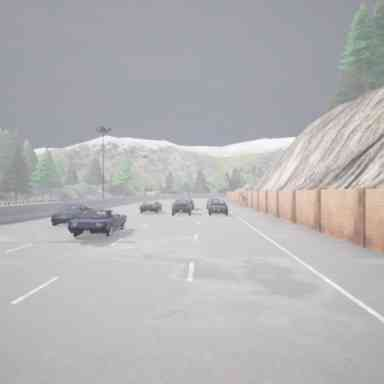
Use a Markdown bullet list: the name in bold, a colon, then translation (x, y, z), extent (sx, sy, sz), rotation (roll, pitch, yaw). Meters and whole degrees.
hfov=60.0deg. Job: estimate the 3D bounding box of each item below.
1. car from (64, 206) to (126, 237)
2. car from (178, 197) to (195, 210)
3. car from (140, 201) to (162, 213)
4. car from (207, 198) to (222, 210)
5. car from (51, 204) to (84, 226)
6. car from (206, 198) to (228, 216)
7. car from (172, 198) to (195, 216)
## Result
- **car**: translation (-4.920, 1.599, 18.020), extent (1.895, 1.301, 4.718), rotation (0, 0, 2)
- **car**: translation (-0.659, 1.474, 43.474), extent (1.882, 1.535, 5.008), rotation (0, 0, 2)
- **car**: translation (-4.374, 1.598, 36.239), extent (1.895, 1.301, 4.718), rotation (0, 0, 2)
- **car**: translation (2.834, 1.523, 43.227), extent (1.812, 1.442, 4.674), rotation (0, 0, 2)
- **car**: translation (-8.256, 1.561, 23.581), extent (1.994, 1.385, 4.181), rotation (0, 0, 2)
- **car**: translation (2.524, 1.489, 32.784), extent (2.128, 1.511, 4.902), rotation (0, 0, 2)
- **car**: translation (-0.970, 1.502, 33.034), extent (1.837, 1.490, 4.892), rotation (0, 0, 1)
